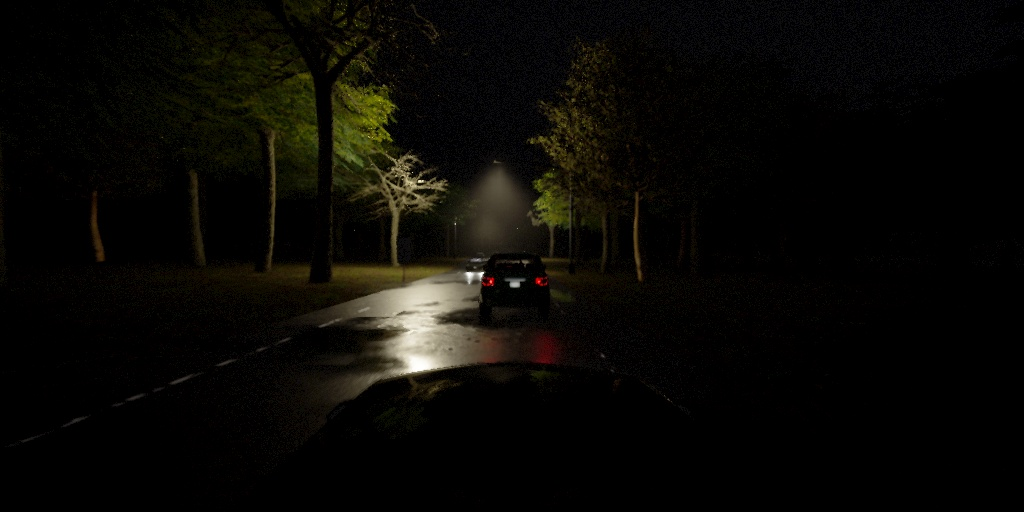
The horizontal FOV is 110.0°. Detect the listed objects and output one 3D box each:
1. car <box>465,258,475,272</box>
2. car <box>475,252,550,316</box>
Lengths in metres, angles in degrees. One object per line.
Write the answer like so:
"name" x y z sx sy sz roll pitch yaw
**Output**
"car" -3.707 0.916 37.701 1.994 1.385 4.181 0 1 -1
"car" 0.093 0.886 12.999 2.150 2.045 5.566 0 1 0
